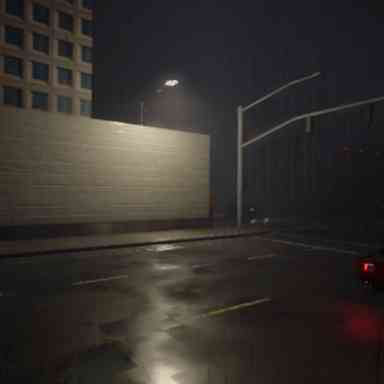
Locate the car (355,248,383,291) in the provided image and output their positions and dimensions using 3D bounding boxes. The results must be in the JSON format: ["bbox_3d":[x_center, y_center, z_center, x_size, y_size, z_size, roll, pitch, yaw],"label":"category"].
[{"bbox_3d":[6.071,1.718,8.091,4.718,1.301,1.895,1,0,-35],"label":"car"}]

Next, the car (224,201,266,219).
[{"bbox_3d":[5.304,1.698,33.639,2.097,1.767,4.553,1,-1,-35],"label":"car"}]
